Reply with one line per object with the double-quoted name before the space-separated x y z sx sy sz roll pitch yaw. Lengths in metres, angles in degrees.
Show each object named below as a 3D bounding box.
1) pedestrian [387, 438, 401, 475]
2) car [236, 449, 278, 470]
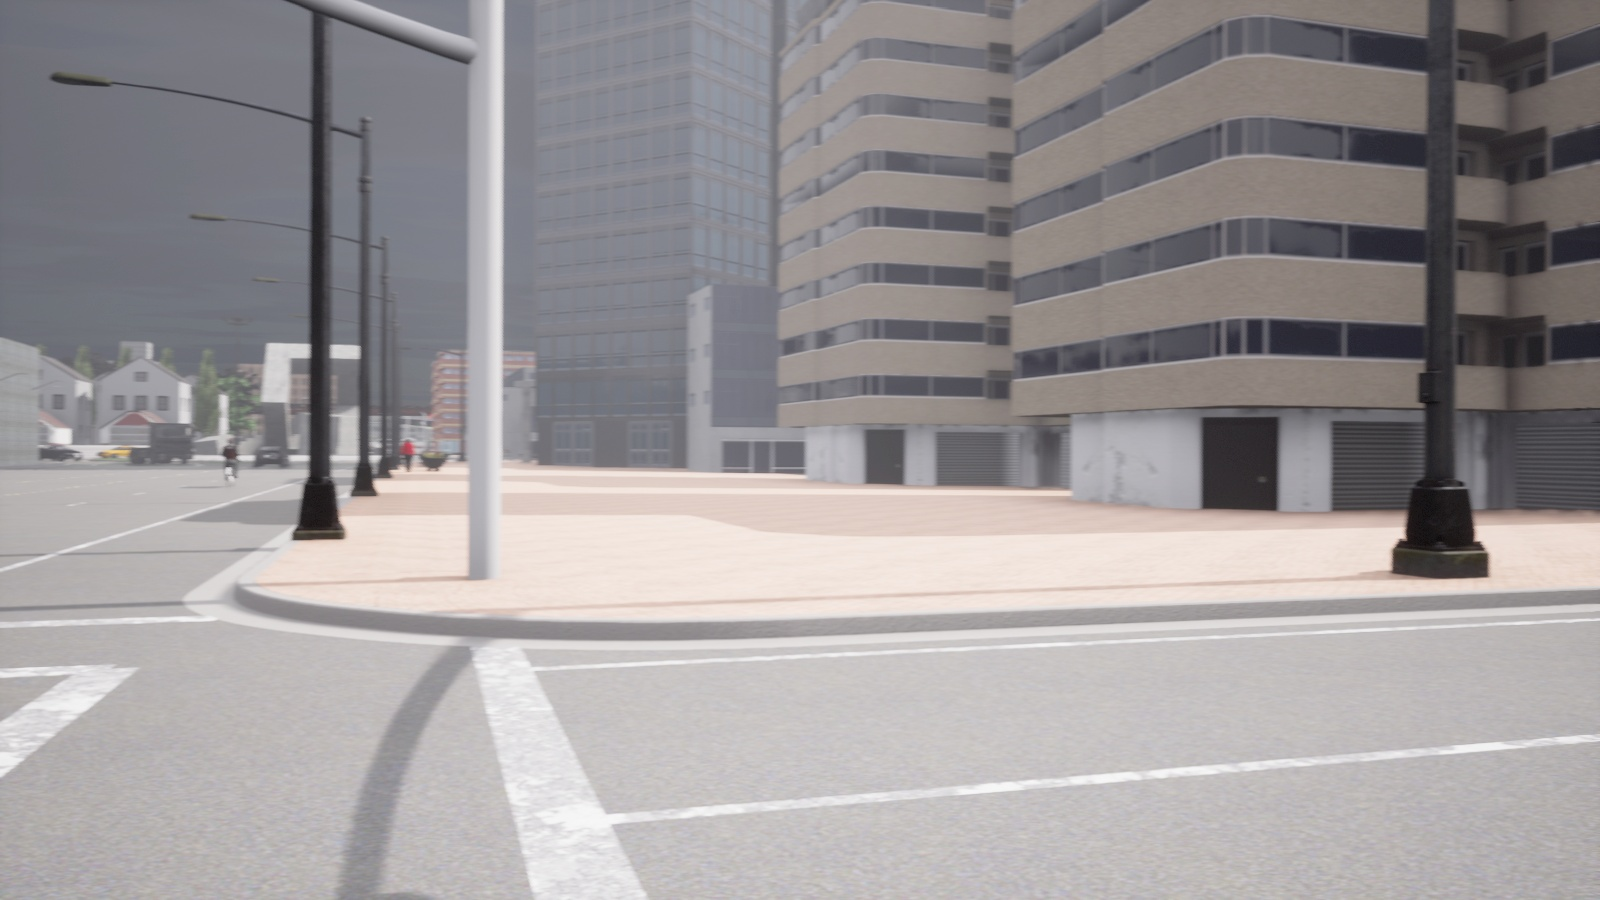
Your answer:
"pedestrian" -20.698 0.333 63.981 0.634 1.844 0.899 0 0 -20
"car" -38.198 0.654 88.400 2.163 1.488 4.792 0 0 -17
